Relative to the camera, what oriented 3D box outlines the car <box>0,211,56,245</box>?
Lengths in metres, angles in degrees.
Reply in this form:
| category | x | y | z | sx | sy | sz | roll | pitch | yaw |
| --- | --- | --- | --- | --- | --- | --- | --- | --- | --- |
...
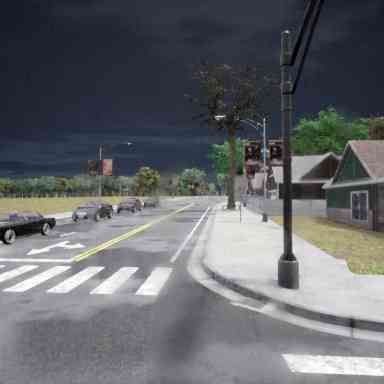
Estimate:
| category | x | y | z | sx | sy | sz | roll | pitch | yaw |
| --- | --- | --- | --- | --- | --- | --- | --- | --- | --- |
| car | -8.444 | 1.594 | 15.733 | 1.895 | 1.301 | 4.718 | 0 | 0 | 5 |

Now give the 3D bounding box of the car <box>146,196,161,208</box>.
| category | x | y | z | sx | sy | sz | roll | pitch | yaw |
| --- | --- | --- | --- | --- | --- | --- | --- | --- | --- |
| car | -5.659 | 1.406 | 47.202 | 1.837 | 1.490 | 4.892 | 0 | 1 | 6 |

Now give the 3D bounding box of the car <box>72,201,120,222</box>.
| category | x | y | z | sx | sy | sz | roll | pitch | yaw |
| --- | --- | --- | --- | --- | --- | --- | --- | --- | --- |
| car | -7.571 | 1.449 | 25.785 | 2.128 | 1.511 | 4.902 | 0 | 0 | 5 |

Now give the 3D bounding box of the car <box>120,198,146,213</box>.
| category | x | y | z | sx | sy | sz | roll | pitch | yaw |
| --- | --- | --- | --- | --- | --- | --- | --- | --- | --- |
| car | -6.684 | 1.430 | 35.991 | 1.837 | 1.490 | 4.892 | 0 | 0 | 5 |
